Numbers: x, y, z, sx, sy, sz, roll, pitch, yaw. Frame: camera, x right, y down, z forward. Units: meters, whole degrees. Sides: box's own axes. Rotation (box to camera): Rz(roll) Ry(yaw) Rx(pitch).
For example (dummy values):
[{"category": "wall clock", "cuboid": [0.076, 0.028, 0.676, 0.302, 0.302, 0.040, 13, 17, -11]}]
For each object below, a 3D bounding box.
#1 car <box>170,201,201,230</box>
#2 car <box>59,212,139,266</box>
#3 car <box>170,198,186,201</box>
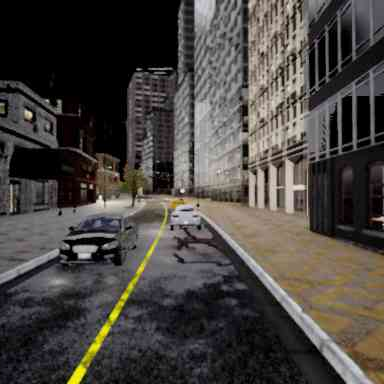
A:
[{"category": "car", "cuboid": [-0.439, 1.516, 21.173, 1.812, 1.442, 4.674, 0, 0, -2]}, {"category": "car", "cuboid": [-3.007, 1.489, 11.584, 2.128, 1.511, 4.902, 0, 0, -1]}, {"category": "car", "cuboid": [-1.716, 1.447, 41.236, 1.882, 1.535, 5.008, 0, 0, -5]}]
